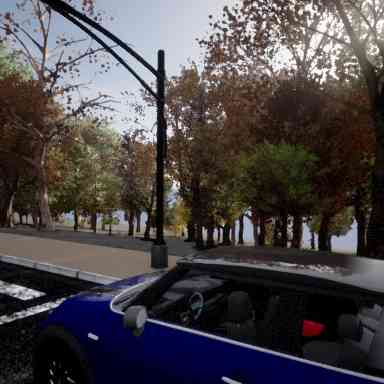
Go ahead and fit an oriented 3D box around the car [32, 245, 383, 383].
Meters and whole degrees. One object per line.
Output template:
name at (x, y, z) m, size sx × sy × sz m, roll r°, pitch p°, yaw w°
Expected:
car at (0.432, 1.352, 3.349) m, size 4.553 × 1.767 × 2.097 m, roll 0°, pitch 0°, yaw 34°
